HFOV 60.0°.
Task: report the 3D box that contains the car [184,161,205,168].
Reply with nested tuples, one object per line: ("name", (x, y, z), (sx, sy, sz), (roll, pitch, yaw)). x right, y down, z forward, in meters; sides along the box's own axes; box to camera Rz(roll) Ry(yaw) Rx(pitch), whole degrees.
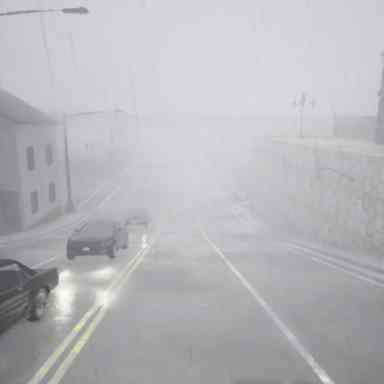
("car", (0.583, -6.272, 75.167), (4.536, 1.218, 1.853), (6, 13, 26))

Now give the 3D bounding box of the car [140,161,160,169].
("car", (-9.356, -6.113, 74.098), (4.536, 1.218, 1.853), (10, 15, 41))

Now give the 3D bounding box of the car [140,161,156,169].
("car", (-9.318, -5.952, 74.094), (4.974, 1.542, 2.038), (10, 15, 41))

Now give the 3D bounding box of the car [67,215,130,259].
("car", (-4.108, 2.007, 15.163), (1.882, 1.535, 5.008), (0, -2, -2))

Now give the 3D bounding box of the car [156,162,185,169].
("car", (-4.712, -5.956, 74.242), (4.974, 1.542, 2.038), (-8, 14, -37))

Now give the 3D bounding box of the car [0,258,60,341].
("car", (-3.764, 1.802, 5.071), (1.895, 1.301, 4.718), (-1, -2, -2))

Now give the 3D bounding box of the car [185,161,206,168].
("car", (0.629, -6.112, 75.175), (4.974, 1.542, 2.038), (6, 13, 26))

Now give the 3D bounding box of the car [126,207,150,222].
("car", (-4.489, 2.013, 27.965), (1.812, 1.442, 4.674), (0, 2, -2))

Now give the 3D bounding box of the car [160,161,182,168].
("car", (-4.671, -6.117, 74.243), (4.536, 1.218, 1.853), (-8, 14, -37))
